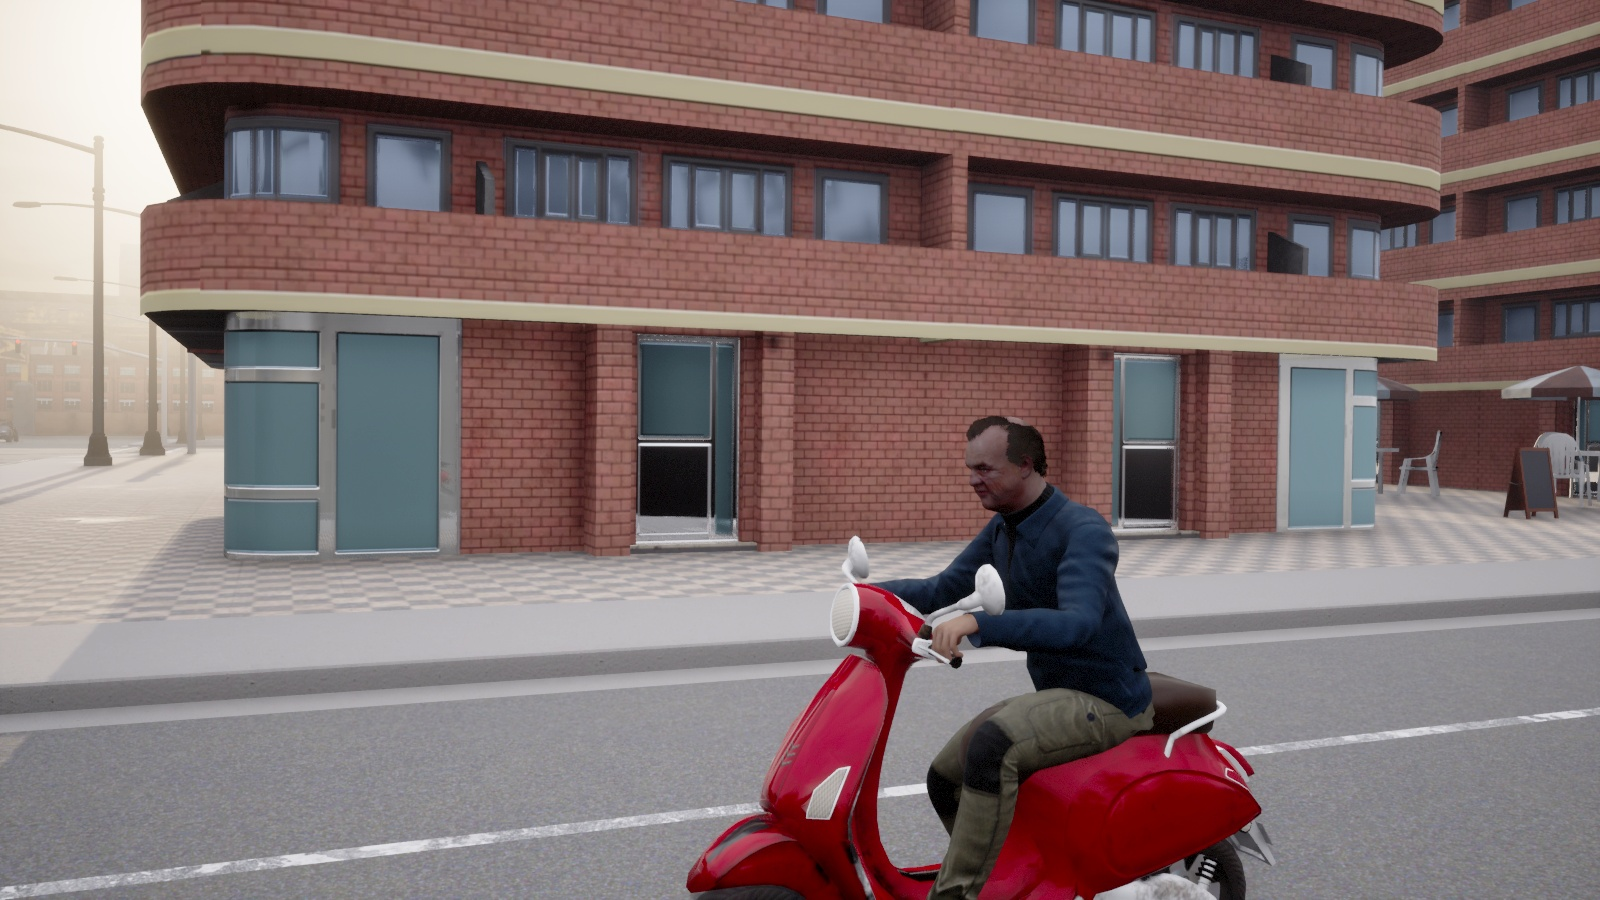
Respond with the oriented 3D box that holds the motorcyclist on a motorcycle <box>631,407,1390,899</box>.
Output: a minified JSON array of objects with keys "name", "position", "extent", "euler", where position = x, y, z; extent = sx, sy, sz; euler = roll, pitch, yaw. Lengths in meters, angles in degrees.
[{"name":"motorcyclist on a motorcycle","position":[0.546,0.691,3.382],"extent":[1.817,1.590,0.866],"euler":[-1,1,-21]}]

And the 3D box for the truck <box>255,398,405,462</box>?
[{"name":"truck","position":[-27.304,-1.214,73.036],"extent":[7.936,3.462,2.891],"euler":[-2,1,-23]}]
